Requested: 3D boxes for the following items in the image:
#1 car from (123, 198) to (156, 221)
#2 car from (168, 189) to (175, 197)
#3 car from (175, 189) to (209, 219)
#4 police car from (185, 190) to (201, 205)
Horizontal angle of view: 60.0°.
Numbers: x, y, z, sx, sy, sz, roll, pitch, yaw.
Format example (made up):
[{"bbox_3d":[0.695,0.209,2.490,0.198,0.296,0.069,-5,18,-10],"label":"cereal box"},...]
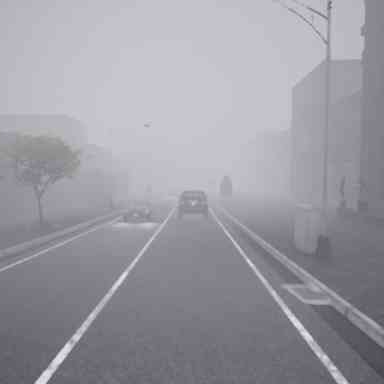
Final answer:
[{"bbox_3d":[-3.604,1.185,23.627,1.812,1.442,4.674,0,1,0],"label":"car"},{"bbox_3d":[-3.501,0.177,64.934,2.128,1.511,4.902,0,1,1],"label":"car"},{"bbox_3d":[0.094,0.851,25.152,2.150,2.045,5.566,0,1,0],"label":"car"},{"bbox_3d":[0.075,0.644,42.250,1.930,1.638,5.238,0,1,0],"label":"police car"}]
